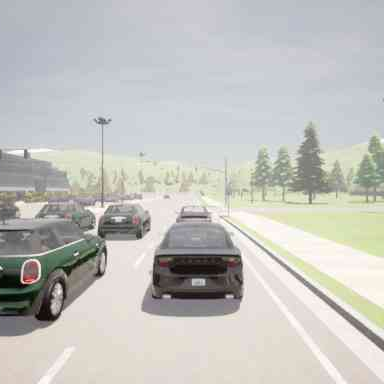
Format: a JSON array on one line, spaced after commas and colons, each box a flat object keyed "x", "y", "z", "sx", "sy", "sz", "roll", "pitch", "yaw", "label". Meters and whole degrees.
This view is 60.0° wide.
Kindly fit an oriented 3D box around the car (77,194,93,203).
[{"x": -23.169, "y": 1.345, "z": 72.330, "sx": 2.097, "sy": 1.767, "sz": 4.553, "roll": 0, "pitch": 0, "yaw": 0, "label": "car"}]

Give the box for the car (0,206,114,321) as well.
[{"x": -3.389, "y": 1.351, "z": 7.428, "sx": 2.097, "sy": 1.767, "sz": 4.553, "roll": 0, "pitch": 0, "yaw": 0, "label": "car"}]

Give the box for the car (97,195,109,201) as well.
[{"x": -23.146, "y": 1.540, "z": 86.728, "sx": 1.994, "sy": 1.385, "sz": 4.181, "roll": 0, "pitch": 0, "yaw": 0, "label": "car"}]

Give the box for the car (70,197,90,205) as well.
[{"x": -19.696, "y": 1.556, "z": 58.618, "sx": 1.994, "sy": 1.385, "sz": 4.181, "roll": 0, "pitch": 0, "yaw": 0, "label": "car"}]

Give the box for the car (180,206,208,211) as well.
[{"x": 0.096, "y": 1.489, "z": 17.896, "sx": 2.128, "sy": 1.511, "sz": 4.902, "roll": 0, "pitch": 0, "yaw": 0, "label": "car"}]

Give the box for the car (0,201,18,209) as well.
[{"x": -15.210, "y": 1.503, "z": 25.815, "sx": 1.837, "sy": 1.490, "sz": 4.892, "roll": 0, "pitch": 0, "yaw": -1, "label": "car"}]

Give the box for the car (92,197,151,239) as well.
[{"x": -3.415, "y": 1.350, "z": 17.551, "sx": 2.097, "sy": 1.767, "sz": 4.553, "roll": 0, "pitch": 0, "yaw": 0, "label": "car"}]

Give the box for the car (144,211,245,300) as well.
[{"x": 0.112, "y": 1.476, "z": 8.478, "sx": 1.882, "sy": 1.535, "sz": 5.008, "roll": 0, "pitch": 0, "yaw": 0, "label": "car"}]

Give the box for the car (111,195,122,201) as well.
[{"x": -19.646, "y": 1.540, "z": 86.640, "sx": 1.994, "sy": 1.385, "sz": 4.181, "roll": 0, "pitch": 0, "yaw": 0, "label": "car"}]

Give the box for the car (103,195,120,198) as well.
[{"x": -16.176, "y": 1.515, "z": 67.693, "sx": 1.812, "sy": 1.442, "sz": 4.674, "roll": 0, "pitch": 0, "yaw": 0, "label": "car"}]

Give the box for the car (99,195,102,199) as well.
[{"x": -19.670, "y": 1.490, "z": 71.867, "sx": 1.837, "sy": 1.490, "sz": 4.892, "roll": 0, "pitch": 0, "yaw": 0, "label": "car"}]

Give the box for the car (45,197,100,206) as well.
[{"x": -6.919, "y": 1.349, "z": 18.531, "sx": 2.097, "sy": 1.767, "sz": 4.553, "roll": 0, "pitch": 0, "yaw": 0, "label": "car"}]

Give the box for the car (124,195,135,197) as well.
[{"x": -16.152, "y": 1.488, "z": 82.896, "sx": 1.837, "sy": 1.490, "sz": 4.892, "roll": 0, "pitch": 0, "yaw": 0, "label": "car"}]

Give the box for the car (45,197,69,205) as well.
[{"x": -23.893, "y": 1.556, "z": 59.063, "sx": 1.994, "sy": 1.385, "sz": 4.181, "roll": 0, "pitch": 0, "yaw": 11, "label": "car"}]

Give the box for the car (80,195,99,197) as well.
[{"x": -16.055, "y": 1.557, "z": 50.417, "sx": 1.994, "sy": 1.385, "sz": 4.181, "roll": 0, "pitch": 0, "yaw": -1, "label": "car"}]
